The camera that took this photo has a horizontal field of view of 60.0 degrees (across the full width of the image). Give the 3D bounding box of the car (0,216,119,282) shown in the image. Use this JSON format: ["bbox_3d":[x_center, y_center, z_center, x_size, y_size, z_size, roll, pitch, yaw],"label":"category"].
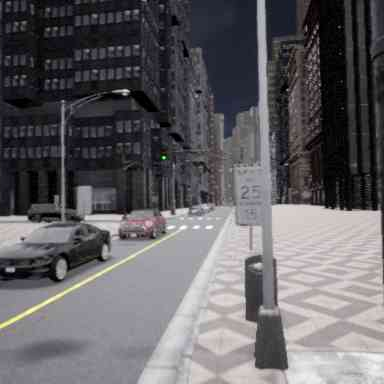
[{"bbox_3d":[-4.355,1.800,11.080,1.882,1.535,5.008,-1,-1,8],"label":"car"}]

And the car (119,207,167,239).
[{"bbox_3d":[-2.993,1.877,20.714,2.097,1.767,4.553,-1,-1,7],"label":"car"}]

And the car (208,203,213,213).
[{"bbox_3d":[1.987,2.821,56.996,1.812,1.442,4.674,-1,-1,9],"label":"car"}]

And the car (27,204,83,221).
[{"bbox_3d":[-13.694,2.180,33.454,5.566,2.045,2.150,-1,-3,10],"label":"car"}]

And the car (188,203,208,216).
[{"bbox_3d":[0.631,2.568,47.267,2.128,1.511,4.902,-1,-1,8],"label":"car"}]
